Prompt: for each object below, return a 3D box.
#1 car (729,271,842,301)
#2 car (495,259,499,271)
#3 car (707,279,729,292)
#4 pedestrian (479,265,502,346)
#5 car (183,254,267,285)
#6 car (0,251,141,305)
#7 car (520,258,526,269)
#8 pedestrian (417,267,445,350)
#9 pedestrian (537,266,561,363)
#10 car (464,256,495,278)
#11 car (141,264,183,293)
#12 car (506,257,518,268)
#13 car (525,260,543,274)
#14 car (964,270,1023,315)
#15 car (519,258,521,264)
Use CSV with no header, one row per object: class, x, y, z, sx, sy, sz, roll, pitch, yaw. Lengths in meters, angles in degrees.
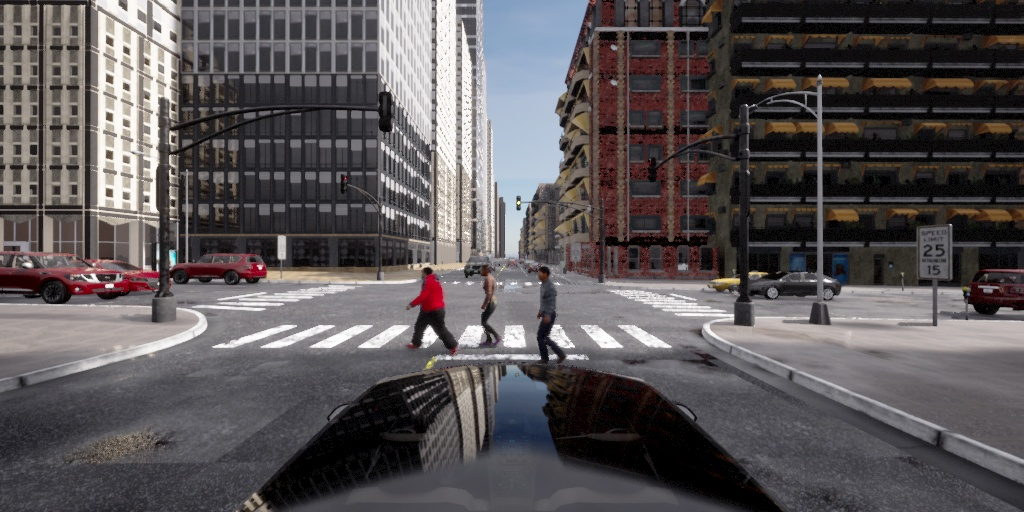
car,14.947,1.561,19.444,4.892,1.490,1.837,1,0,0
car,-3.083,1.286,46.407,1.812,1.442,4.674,0,1,0
car,14.634,1.585,22.028,4.829,1.417,1.751,0,0,0
pedestrian,-0.467,1.044,7.866,0.375,1.860,0.375,0,0,0
car,-17.706,0.775,21.753,5.009,1.841,2.192,0,0,0
car,-17.573,0.756,13.373,5.009,1.841,2.192,0,0,0
car,2.701,1.314,54.645,2.007,1.370,4.403,0,0,0
pedestrian,-1.619,1.044,7.165,0.375,1.860,0.375,0,0,0
pedestrian,0.623,1.044,6.465,0.375,1.860,0.375,0,0,0
car,-3.093,0.975,33.631,2.150,2.045,5.566,0,0,0
car,-18.158,0.915,15.959,5.008,1.535,1.882,1,0,0
car,0.013,1.294,63.911,1.812,1.442,4.674,0,0,0
car,2.749,1.338,41.728,1.802,1.307,4.207,0,0,0
car,20.601,1.460,13.731,5.009,1.841,2.192,0,0,0
car,2.703,1.317,60.293,2.007,1.370,4.403,0,0,0
